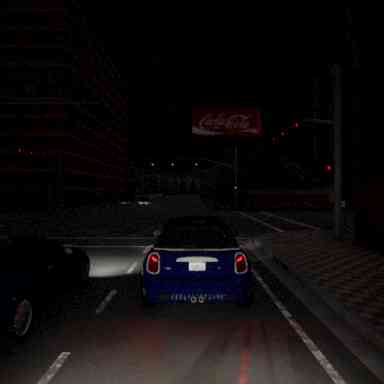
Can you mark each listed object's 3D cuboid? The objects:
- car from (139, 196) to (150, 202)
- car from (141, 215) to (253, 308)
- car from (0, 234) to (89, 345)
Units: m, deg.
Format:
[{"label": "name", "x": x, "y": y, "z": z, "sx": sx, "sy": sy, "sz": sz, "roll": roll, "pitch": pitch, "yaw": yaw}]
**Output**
[{"label": "car", "x": -10.601, "y": 1.553, "z": 73.932, "sx": 1.994, "sy": 1.385, "sz": 4.181, "roll": 0, "pitch": 0, "yaw": 0}, {"label": "car", "x": 0.089, "y": 1.351, "z": 8.061, "sx": 2.097, "sy": 1.767, "sz": 4.553, "roll": 0, "pitch": 0, "yaw": 0}, {"label": "car", "x": -3.417, "y": 1.526, "z": 6.257, "sx": 1.812, "sy": 1.442, "sz": 4.674, "roll": 0, "pitch": 0, "yaw": 0}]
